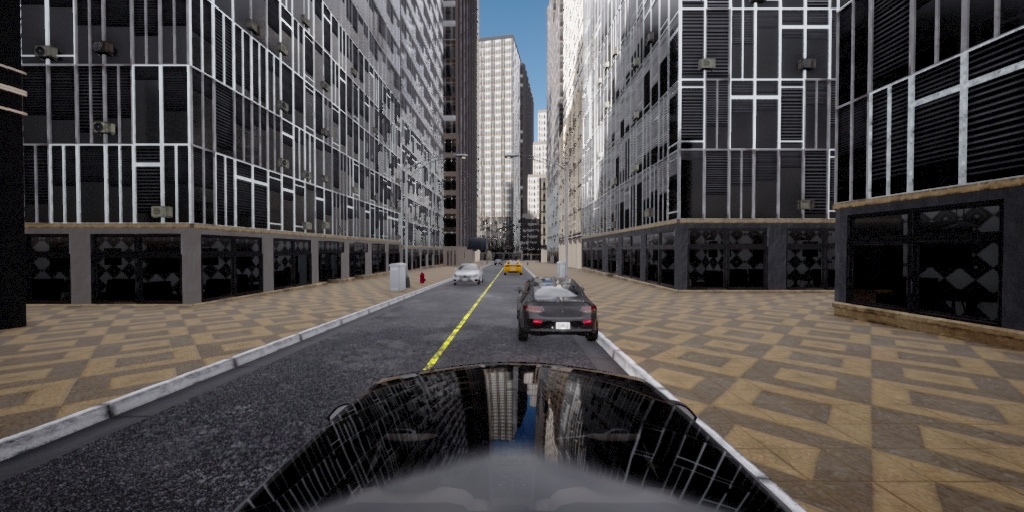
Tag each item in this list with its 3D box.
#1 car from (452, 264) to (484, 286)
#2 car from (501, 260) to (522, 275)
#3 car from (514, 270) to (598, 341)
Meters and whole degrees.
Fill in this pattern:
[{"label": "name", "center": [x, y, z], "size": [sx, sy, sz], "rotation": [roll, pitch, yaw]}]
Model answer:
[{"label": "car", "center": [-3.076, 1.278, 25.818], "size": [1.812, 1.442, 4.674], "rotation": [0, 0, 0]}, {"label": "car", "center": [0.117, 1.237, 39.378], "size": [1.882, 1.535, 5.008], "rotation": [0, 0, 0]}, {"label": "car", "center": [1.057, 1.276, 9.724], "size": [1.812, 1.442, 4.674], "rotation": [0, 0, 0]}]
